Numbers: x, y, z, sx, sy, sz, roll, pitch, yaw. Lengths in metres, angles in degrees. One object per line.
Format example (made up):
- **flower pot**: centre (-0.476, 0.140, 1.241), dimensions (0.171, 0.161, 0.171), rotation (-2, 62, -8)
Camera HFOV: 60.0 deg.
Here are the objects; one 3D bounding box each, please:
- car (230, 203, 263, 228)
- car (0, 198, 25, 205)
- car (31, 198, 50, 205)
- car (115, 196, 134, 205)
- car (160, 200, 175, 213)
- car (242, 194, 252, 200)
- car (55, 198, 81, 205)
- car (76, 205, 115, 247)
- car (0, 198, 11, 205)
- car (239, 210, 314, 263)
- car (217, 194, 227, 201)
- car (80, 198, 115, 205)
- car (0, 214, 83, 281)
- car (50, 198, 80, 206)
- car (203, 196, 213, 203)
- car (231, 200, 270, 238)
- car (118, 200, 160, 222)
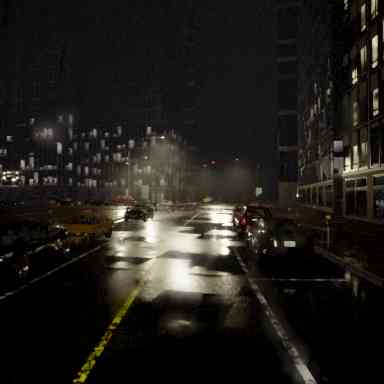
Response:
- **car**: centre (3.666, 1.557, 23.212), dimensions (1.887, 1.381, 4.507), rotation (1, 0, 5)
- **car**: centre (-31.408, 1.767, 58.301), dimensions (4.403, 1.369, 2.008), rotation (0, -1, 15)
- **car**: centre (-29.499, 1.893, 65.947), dimensions (4.829, 1.417, 1.752), rotation (0, -1, 15)
- **car**: centre (-13.152, 1.575, 61.461), dimensions (5.009, 1.841, 2.192), rotation (0, -1, 15)
- **car**: centre (-2.983, 1.595, 37.153), dimensions (2.008, 1.369, 4.403), rotation (1, 0, 7)
- **car**: centre (12.603, 1.440, 76.045), dimensions (2.192, 1.841, 5.009), rotation (1, 0, 15)
- **car**: centre (-23.941, 1.882, 64.420), dimensions (4.403, 1.369, 2.008), rotation (0, -1, 15)
- **car**: centre (-4.884, 1.540, 15.297), dimensions (1.752, 1.417, 4.829), rotation (1, 0, 3)
- **car**: centre (-40.125, 1.989, 68.866), dimensions (4.403, 1.369, 2.008), rotation (0, -1, 15)
- **car**: centre (2.981, 1.571, 11.903), dimensions (1.947, 1.339, 4.313), rotation (1, 0, 2)
- **car**: centre (8.166, 1.530, 89.895), dimensions (2.192, 1.841, 5.009), rotation (1, 0, 16)
- **car**: centre (-15.232, 1.675, 53.857), dimensions (4.313, 1.339, 1.947), rotation (0, -1, 15)
- **car**: centre (-5.116, 1.574, 9.973), dimensions (1.947, 1.339, 4.313), rotation (1, 0, 2)
- **car**: centre (-20.624, 1.695, 55.338), dimensions (4.403, 1.369, 2.008), rotation (0, -1, 15)
- **car**: centre (3.602, 1.675, 73.806), dimensions (1.752, 1.417, 4.829), rotation (1, 0, 14)
- **car**: centre (3.275, 1.449, 17.583), dimensions (1.967, 1.590, 4.097), rotation (1, 0, 4)
- **car**: centre (-4.114, 1.578, 26.396), dimensions (2.008, 1.369, 4.403), rotation (1, 0, 5)
